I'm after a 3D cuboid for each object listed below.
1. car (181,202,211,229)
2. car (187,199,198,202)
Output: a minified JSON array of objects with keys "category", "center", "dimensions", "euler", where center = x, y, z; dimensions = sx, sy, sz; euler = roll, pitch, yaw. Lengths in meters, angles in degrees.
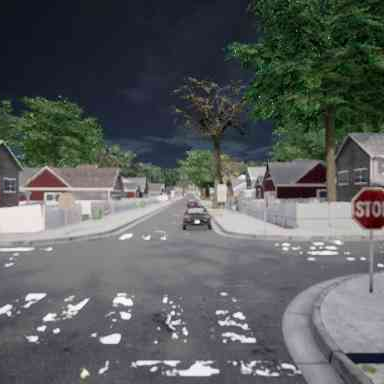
[{"category":"car","center":[0.269,1.671,22.609],"dimensions":[1.812,1.442,4.674],"euler":[0,0,-1]},{"category":"car","center":[0.084,1.877,55.615],"dimensions":[1.812,1.442,4.674],"euler":[0,0,0]}]
